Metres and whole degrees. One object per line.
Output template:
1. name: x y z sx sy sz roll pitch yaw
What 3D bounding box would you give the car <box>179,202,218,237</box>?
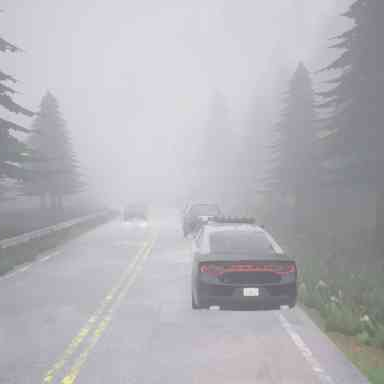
1. car: 0.533 1.314 17.938 2.097 1.767 4.553 0 0 -3

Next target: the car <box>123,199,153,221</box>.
1. car: -4.474 1.524 27.106 2.033 1.411 5.357 0 0 -6

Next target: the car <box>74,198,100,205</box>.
1. car: -17.584 1.770 55.359 4.902 1.511 2.128 -3 3 27

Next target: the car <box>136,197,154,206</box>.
1. car: -6.991 1.461 46.082 1.837 1.490 4.892 -3 1 -35

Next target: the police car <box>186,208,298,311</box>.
1. police car: 0.906 1.409 7.967 1.930 1.638 5.238 0 0 -1
